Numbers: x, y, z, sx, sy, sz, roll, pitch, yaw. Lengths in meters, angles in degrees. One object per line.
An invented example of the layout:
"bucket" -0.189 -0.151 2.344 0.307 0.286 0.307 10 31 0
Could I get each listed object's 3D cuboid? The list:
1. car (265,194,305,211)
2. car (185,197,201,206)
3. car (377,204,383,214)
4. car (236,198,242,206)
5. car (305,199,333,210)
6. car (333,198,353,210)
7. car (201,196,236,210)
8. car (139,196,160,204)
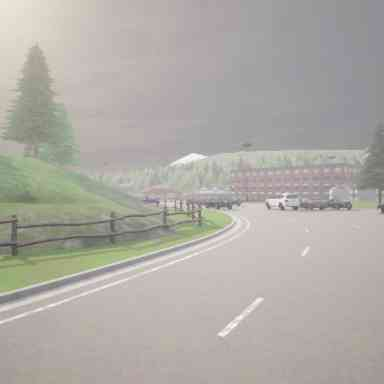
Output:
"car" 11.333 1.221 41.999 2.150 2.045 5.566 0 0 -16
"car" 0.655 1.564 55.561 1.994 1.385 4.181 0 0 -37
"car" 20.147 1.478 32.379 1.882 1.535 5.008 0 0 -2
"car" 6.074 1.526 53.950 1.812 1.442 4.674 0 0 -34
"car" 15.077 1.547 42.750 2.033 1.411 5.357 0 0 -17
"car" 18.556 1.526 42.697 1.812 1.442 4.674 0 0 -13
"car" 3.415 1.352 43.772 2.097 1.767 4.553 0 0 -23
"car" -7.766 1.478 60.270 1.882 1.535 5.008 0 0 -42
